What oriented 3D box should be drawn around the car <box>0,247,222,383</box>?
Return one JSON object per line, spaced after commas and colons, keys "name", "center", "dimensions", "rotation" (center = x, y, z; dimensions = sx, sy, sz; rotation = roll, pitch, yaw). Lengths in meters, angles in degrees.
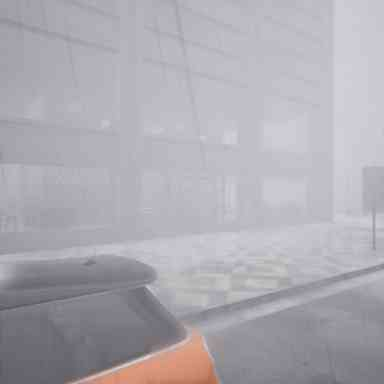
{"name": "car", "center": [-1.976, 1.352, 1.968], "dimensions": [4.553, 1.767, 2.097], "rotation": [0, 0, -36]}
